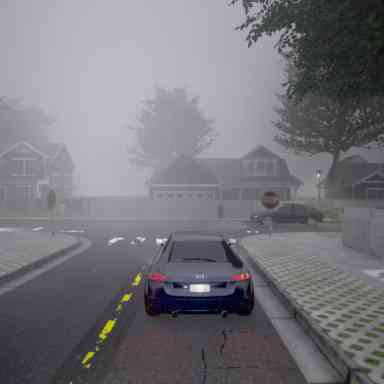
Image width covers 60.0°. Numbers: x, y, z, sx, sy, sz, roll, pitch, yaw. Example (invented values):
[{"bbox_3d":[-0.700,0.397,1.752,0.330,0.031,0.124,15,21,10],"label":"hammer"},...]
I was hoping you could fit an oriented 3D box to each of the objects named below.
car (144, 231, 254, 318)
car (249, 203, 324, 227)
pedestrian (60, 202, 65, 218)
[{"bbox_3d":[0.105,1.562,7.514,1.994,1.385,4.181,0,0,-1],"label":"car"},{"bbox_3d":[6.366,1.518,22.548,4.892,1.490,1.837,0,1,-1],"label":"car"},{"bbox_3d":[-9.823,1.338,25.255,0.375,1.300,0.375,0,0,-1],"label":"pedestrian"}]
